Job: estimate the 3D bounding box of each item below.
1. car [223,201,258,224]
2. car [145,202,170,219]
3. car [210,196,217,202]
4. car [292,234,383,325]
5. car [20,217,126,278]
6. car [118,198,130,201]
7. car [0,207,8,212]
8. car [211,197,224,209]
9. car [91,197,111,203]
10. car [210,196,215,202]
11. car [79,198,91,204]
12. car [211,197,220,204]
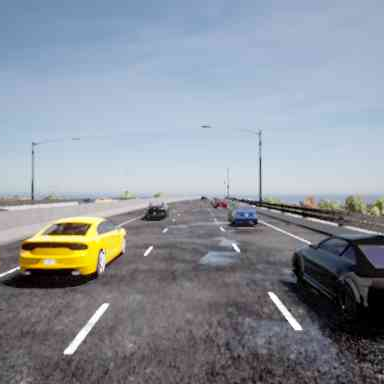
[{"bbox_3d":[3.809,1.653,25.514,2.033,1.411,5.357,0,0,1],"label":"car"},{"bbox_3d":[-3.102,1.620,30.572,2.128,1.511,4.902,0,0,1],"label":"car"},{"bbox_3d":[6.137,2.045,94.172,1.882,1.535,5.008,0,-1,3],"label":"car"},{"bbox_3d":[3.628,1.593,7.165,1.994,1.385,4.181,0,0,0],"label":"car"},{"bbox_3d":[-3.355,1.517,10.349,1.882,1.535,5.008,0,0,0],"label":"car"},{"bbox_3d":[-12.835,1.800,62.999,1.882,1.535,5.008,0,0,3],"label":"car"},{"bbox_3d":[-13.936,1.612,22.040,1.812,1.442,4.674,0,0,1],"label":"car"},{"bbox_3d":[4.272,1.805,50.522,1.994,1.385,4.181,0,0,2],"label":"car"},{"bbox_3d":[-16.399,1.786,61.304,1.882,1.535,5.008,0,0,2],"label":"car"},{"bbox_3d":[4.634,1.840,61.439,1.812,1.442,4.674,0,0,2],"label":"car"},{"bbox_3d":[-19.828,1.849,63.067,1.812,1.442,4.674,0,0,2],"label":"car"},{"bbox_3d":[5.066,1.916,72.352,1.812,1.442,4.674,0,0,2],"label":"car"}]
